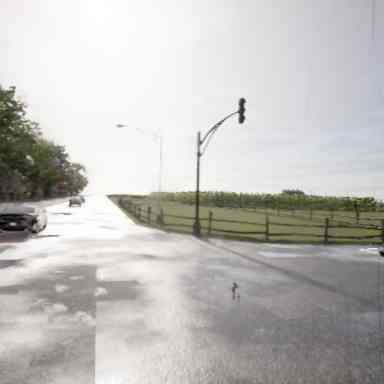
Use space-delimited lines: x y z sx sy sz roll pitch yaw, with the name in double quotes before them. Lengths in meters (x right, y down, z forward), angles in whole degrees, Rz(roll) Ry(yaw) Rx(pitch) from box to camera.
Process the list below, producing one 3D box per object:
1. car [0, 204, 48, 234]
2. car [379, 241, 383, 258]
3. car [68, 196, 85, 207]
"car" -9.401 1.427 18.678 1.882 1.535 5.008 2 0 -15
"car" 9.654 2.104 12.156 5.357 1.411 2.033 2 -2 -12
"car" -18.916 1.579 54.002 1.837 1.490 4.892 2 -2 -15
